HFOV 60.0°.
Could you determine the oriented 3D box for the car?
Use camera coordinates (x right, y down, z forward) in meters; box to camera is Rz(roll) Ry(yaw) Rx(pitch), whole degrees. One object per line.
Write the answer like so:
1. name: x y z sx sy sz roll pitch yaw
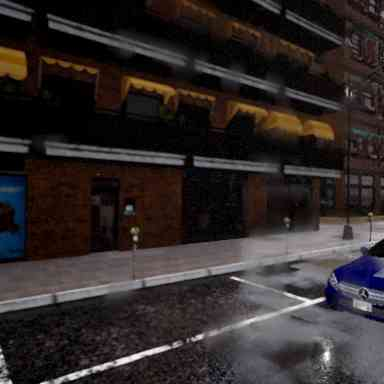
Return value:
1. car: 4.624 1.568 6.676 4.674 1.442 1.812 0 0 -35
